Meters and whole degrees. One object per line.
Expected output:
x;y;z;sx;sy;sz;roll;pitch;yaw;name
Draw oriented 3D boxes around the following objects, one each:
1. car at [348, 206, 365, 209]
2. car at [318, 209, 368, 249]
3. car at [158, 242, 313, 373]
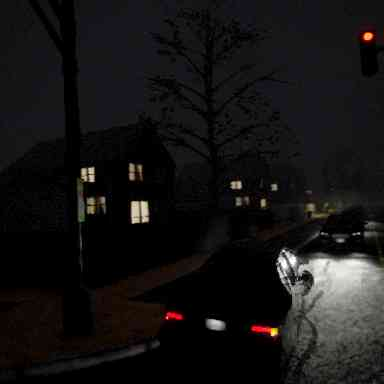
12.267;2.050;25.554;2.033;1.411;5.357;-4;-3;27;car
7.422;1.835;16.296;2.128;1.511;4.902;-4;-3;28;car
1.221;1.745;6.622;2.033;1.411;5.357;0;0;21;car
